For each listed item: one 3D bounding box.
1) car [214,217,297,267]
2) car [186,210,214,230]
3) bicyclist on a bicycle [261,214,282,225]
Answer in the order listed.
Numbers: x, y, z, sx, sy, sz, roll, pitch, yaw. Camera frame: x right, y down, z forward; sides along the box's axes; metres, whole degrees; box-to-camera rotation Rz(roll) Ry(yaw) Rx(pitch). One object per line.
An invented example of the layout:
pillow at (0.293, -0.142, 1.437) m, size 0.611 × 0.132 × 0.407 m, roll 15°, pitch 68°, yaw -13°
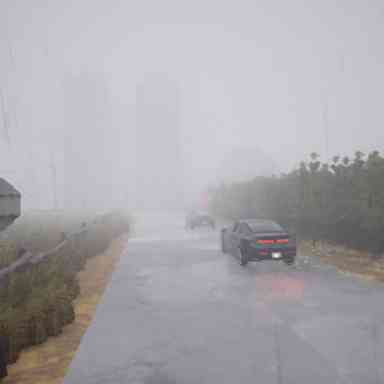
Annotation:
car at (2.332, 1.794, 12.718) m, size 1.837 × 1.490 × 4.892 m, roll -2°, pitch -2°, yaw -7°
car at (0.658, 2.127, 26.550) m, size 1.812 × 1.442 × 4.674 m, roll -1°, pitch -1°, yaw -8°
bicyclist on a bicycle at (4.726, 1.716, 20.229) m, size 1.656 × 1.620 × 0.582 m, roll -1°, pitch -1°, yaw -8°
